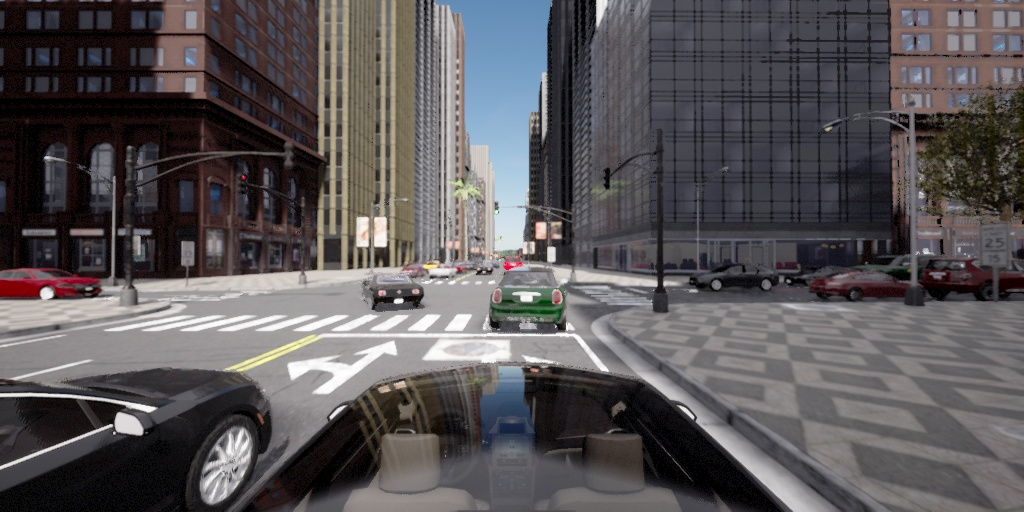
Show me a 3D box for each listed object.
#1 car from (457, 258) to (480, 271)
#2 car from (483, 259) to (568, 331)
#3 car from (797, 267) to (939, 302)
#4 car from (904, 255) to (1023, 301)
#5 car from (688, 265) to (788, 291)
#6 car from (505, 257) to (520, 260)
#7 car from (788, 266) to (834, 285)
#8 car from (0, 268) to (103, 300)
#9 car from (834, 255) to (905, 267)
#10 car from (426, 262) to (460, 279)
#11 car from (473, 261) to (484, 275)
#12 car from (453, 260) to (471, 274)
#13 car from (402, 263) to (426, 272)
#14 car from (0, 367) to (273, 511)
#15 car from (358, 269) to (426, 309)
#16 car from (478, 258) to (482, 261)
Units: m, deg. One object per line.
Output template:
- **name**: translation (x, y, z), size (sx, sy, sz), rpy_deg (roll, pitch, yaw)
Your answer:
- **car**: translation (-6.505, 1.486, 53.879), size (2.128, 1.511, 4.902), rpy_deg (0, 0, 0)
- **car**: translation (0.688, 1.113, 11.405), size (2.097, 1.767, 4.553), rpy_deg (0, 0, 8)
- **car**: translation (15.316, 1.275, 15.588), size (4.207, 1.307, 1.802), rpy_deg (0, 0, -1)
- **car**: translation (20.954, 0.988, 15.676), size (5.009, 1.841, 2.192), rpy_deg (0, 0, -1)
- **car**: translation (13.104, 1.264, 21.328), size (4.892, 1.490, 1.837), rpy_deg (0, -1, -1)
- **car**: translation (0.097, 1.134, 40.385), size (2.150, 2.045, 5.566), rpy_deg (0, -1, 0)
- **car**: translation (20.824, 1.326, 24.200), size (4.313, 1.339, 1.948), rpy_deg (0, 0, -1)
- **car**: translation (-23.209, 1.351, 17.615), size (5.008, 1.535, 1.882), rpy_deg (0, -1, 1)
- **car**: translation (23.143, 0.947, 21.494), size (5.566, 2.045, 2.150), rpy_deg (0, -1, -2)
- **car**: translation (-6.598, 1.486, 34.575), size (1.895, 1.301, 4.718), rpy_deg (0, 0, 0)
- **car**: translation (-3.155, 1.529, 42.911), size (1.895, 1.301, 4.718), rpy_deg (0, 0, 0)
- **car**: translation (-6.578, 1.534, 43.739), size (1.895, 1.301, 4.718), rpy_deg (0, 0, 0)
- **car**: translation (-9.842, 1.417, 35.835), size (1.812, 1.442, 4.674), rpy_deg (0, 0, -3)
- **car**: translation (-3.149, 1.255, 1.358), size (1.837, 1.490, 4.892), rpy_deg (0, 0, 0)
- **car**: translation (-5.256, 1.379, 15.186), size (1.895, 1.301, 4.718), rpy_deg (0, 0, -29)
- **car**: translation (-6.506, 1.284, 64.276), size (2.150, 2.045, 5.566), rpy_deg (0, 0, 0)
